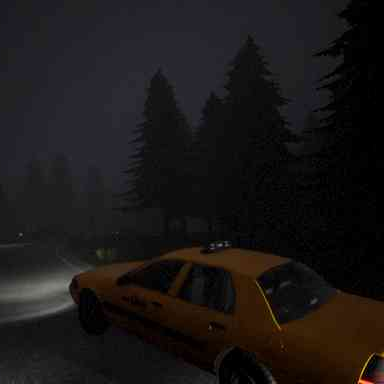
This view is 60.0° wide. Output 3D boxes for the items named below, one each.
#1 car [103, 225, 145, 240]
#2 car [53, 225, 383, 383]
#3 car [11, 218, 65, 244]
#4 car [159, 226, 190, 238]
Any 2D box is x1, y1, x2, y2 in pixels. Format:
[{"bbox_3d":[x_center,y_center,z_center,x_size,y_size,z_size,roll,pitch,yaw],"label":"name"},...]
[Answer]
[{"bbox_3d":[-7.437,4.510,36.956,2.033,1.411,5.357,-4,-8,20],"label":"car"},{"bbox_3d":[0.139,1.441,4.738,5.366,1.575,1.801,0,1,43],"label":"car"},{"bbox_3d":[-12.744,3.225,28.127,2.150,2.045,5.566,-4,-7,7],"label":"car"},{"bbox_3d":[-2.318,5.543,46.264,1.882,1.535,5.008,-5,-8,30],"label":"car"}]
